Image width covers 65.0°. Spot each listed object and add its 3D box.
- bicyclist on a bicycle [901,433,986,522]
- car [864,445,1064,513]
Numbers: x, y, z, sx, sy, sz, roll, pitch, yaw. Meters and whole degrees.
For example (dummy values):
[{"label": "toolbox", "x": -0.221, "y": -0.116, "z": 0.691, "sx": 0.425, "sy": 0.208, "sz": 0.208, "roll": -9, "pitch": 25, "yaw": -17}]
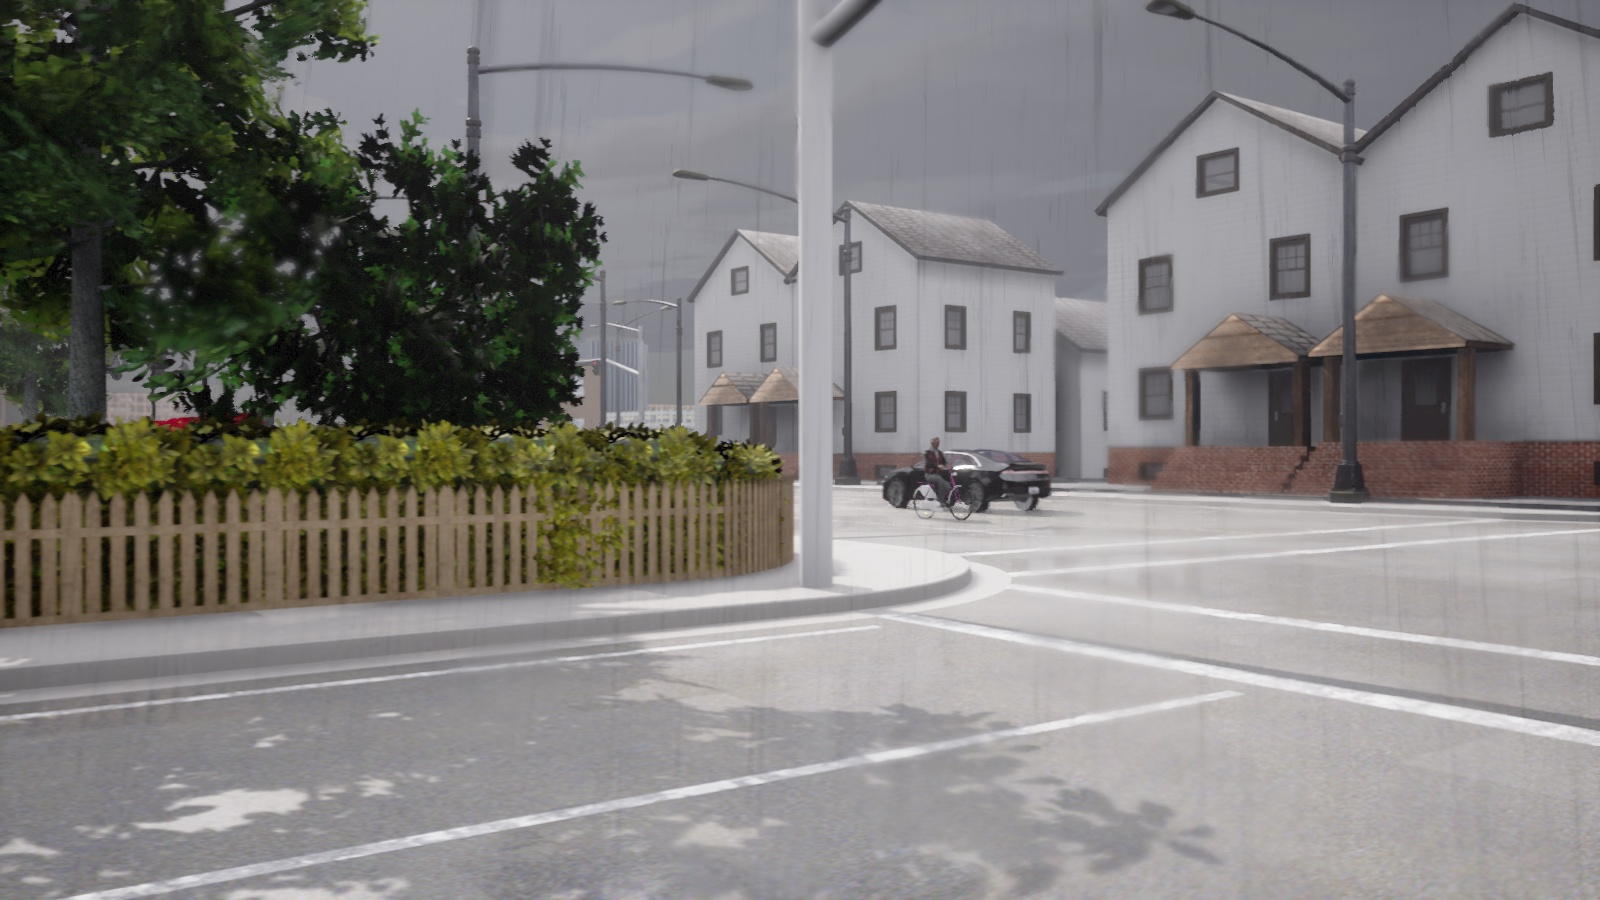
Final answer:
[{"label": "bicyclist on a bicycle", "x": 2.954, "y": 0.582, "z": 26.054, "sx": 0.659, "sy": 1.776, "sz": 1.843, "roll": 0, "pitch": -2, "yaw": -35}, {"label": "car", "x": 3.913, "y": 0.661, "z": 30.828, "sx": 2.128, "sy": 1.511, "sz": 4.902, "roll": 0, "pitch": 0, "yaw": -35}]
